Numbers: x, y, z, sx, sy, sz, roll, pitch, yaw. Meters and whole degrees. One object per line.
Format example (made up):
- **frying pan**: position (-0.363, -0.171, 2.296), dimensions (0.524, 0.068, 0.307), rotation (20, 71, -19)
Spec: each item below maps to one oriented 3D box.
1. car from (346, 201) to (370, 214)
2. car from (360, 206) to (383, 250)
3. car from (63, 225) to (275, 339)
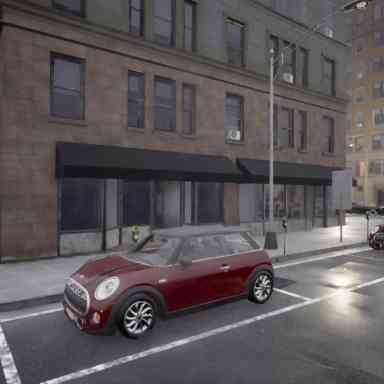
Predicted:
- **car**: position (15.589, 1.531, 30.734), dimensions (1.895, 1.301, 4.718), rotation (1, 0, -36)
- **car**: position (8.632, 1.445, 12.872), dimensions (4.097, 1.590, 1.967), rotation (0, 0, -35)
- **car**: position (-0.327, 1.441, 6.513), dimensions (4.097, 1.590, 1.967), rotation (0, 0, -35)
